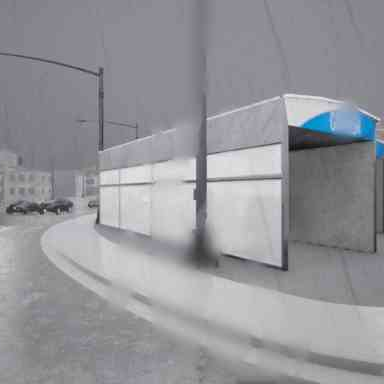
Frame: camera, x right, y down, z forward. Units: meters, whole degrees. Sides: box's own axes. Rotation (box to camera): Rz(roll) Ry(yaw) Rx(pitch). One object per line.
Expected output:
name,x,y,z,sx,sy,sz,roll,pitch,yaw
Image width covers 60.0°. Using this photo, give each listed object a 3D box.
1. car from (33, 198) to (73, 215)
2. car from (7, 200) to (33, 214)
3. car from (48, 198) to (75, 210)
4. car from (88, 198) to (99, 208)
car,-14.119,1.518,34.454,1.837,1.490,4.892,0,0,1
car,-17.597,1.578,35.189,1.994,1.385,4.181,0,0,3
car,-17.677,1.554,45.292,2.033,1.411,5.357,0,0,-6
car,-12.843,1.568,47.414,1.994,1.385,4.181,0,0,25
